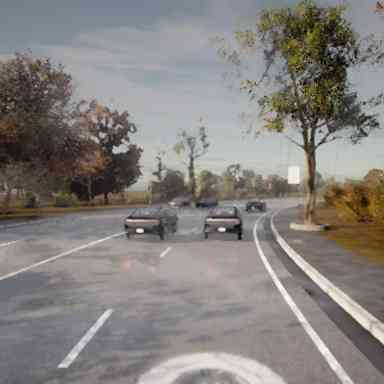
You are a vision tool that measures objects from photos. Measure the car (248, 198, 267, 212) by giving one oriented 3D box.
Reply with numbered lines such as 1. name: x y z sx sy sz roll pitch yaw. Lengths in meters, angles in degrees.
1. car: 7.489 1.483 38.652 1.837 1.490 4.892 0 0 20

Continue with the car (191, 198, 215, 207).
1. car: 1.980 1.534 44.462 1.895 1.301 4.718 0 0 22

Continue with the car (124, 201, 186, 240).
1. car: -1.902 1.458 16.762 2.128 1.511 4.902 0 0 8

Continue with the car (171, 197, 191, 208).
1. car: -1.610 1.403 44.805 2.128 1.511 4.902 0 0 21

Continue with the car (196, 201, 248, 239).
1. car: 1.736 1.474 17.351 2.128 1.511 4.902 0 0 9
